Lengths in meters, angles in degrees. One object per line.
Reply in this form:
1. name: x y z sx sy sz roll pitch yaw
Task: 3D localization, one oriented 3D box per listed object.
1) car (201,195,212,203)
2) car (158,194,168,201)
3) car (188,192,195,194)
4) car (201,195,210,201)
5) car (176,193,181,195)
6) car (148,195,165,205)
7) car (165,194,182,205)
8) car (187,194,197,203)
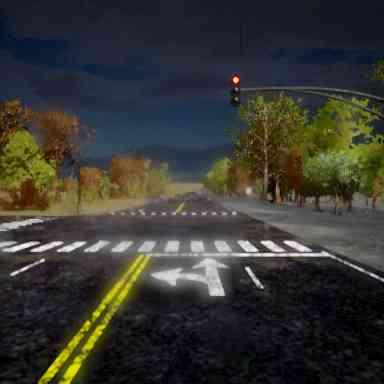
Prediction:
1. car: 3.239 1.448 70.027 2.128 1.511 4.902 0 0 0
2. car: -6.551 1.198 75.599 1.812 1.442 4.674 0 0 0
3. car: -0.054 1.068 81.044 2.150 2.045 5.566 0 0 0
4. car: 3.194 1.414 81.850 2.033 1.411 5.357 0 0 0
5. car: -3.301 1.084 76.008 1.837 1.490 4.892 0 0 0
6. car: -6.609 1.325 60.255 2.097 1.767 4.553 0 0 0
7. car: -3.359 1.574 60.305 1.895 1.301 4.718 0 0 0
8. car: -0.008 1.571 69.691 1.895 1.301 4.718 0 0 1
